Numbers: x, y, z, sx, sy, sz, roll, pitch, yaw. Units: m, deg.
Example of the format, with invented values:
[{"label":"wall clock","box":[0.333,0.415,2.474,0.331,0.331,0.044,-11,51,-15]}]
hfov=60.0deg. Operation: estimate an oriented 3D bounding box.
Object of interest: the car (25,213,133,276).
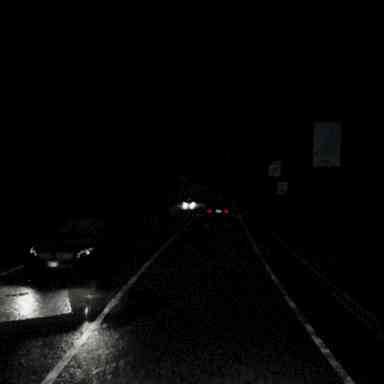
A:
[{"label":"car","box":[-3.092,1.406,10.139,1.812,1.442,4.674,0,1,4]}]

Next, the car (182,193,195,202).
[{"label":"car","box":[-0.588,0.880,54.067,2.128,1.511,4.902,0,2,-4]}]

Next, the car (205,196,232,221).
[{"label":"car","box":[1.978,1.319,24.773,2.033,1.411,5.357,1,1,6]}]
